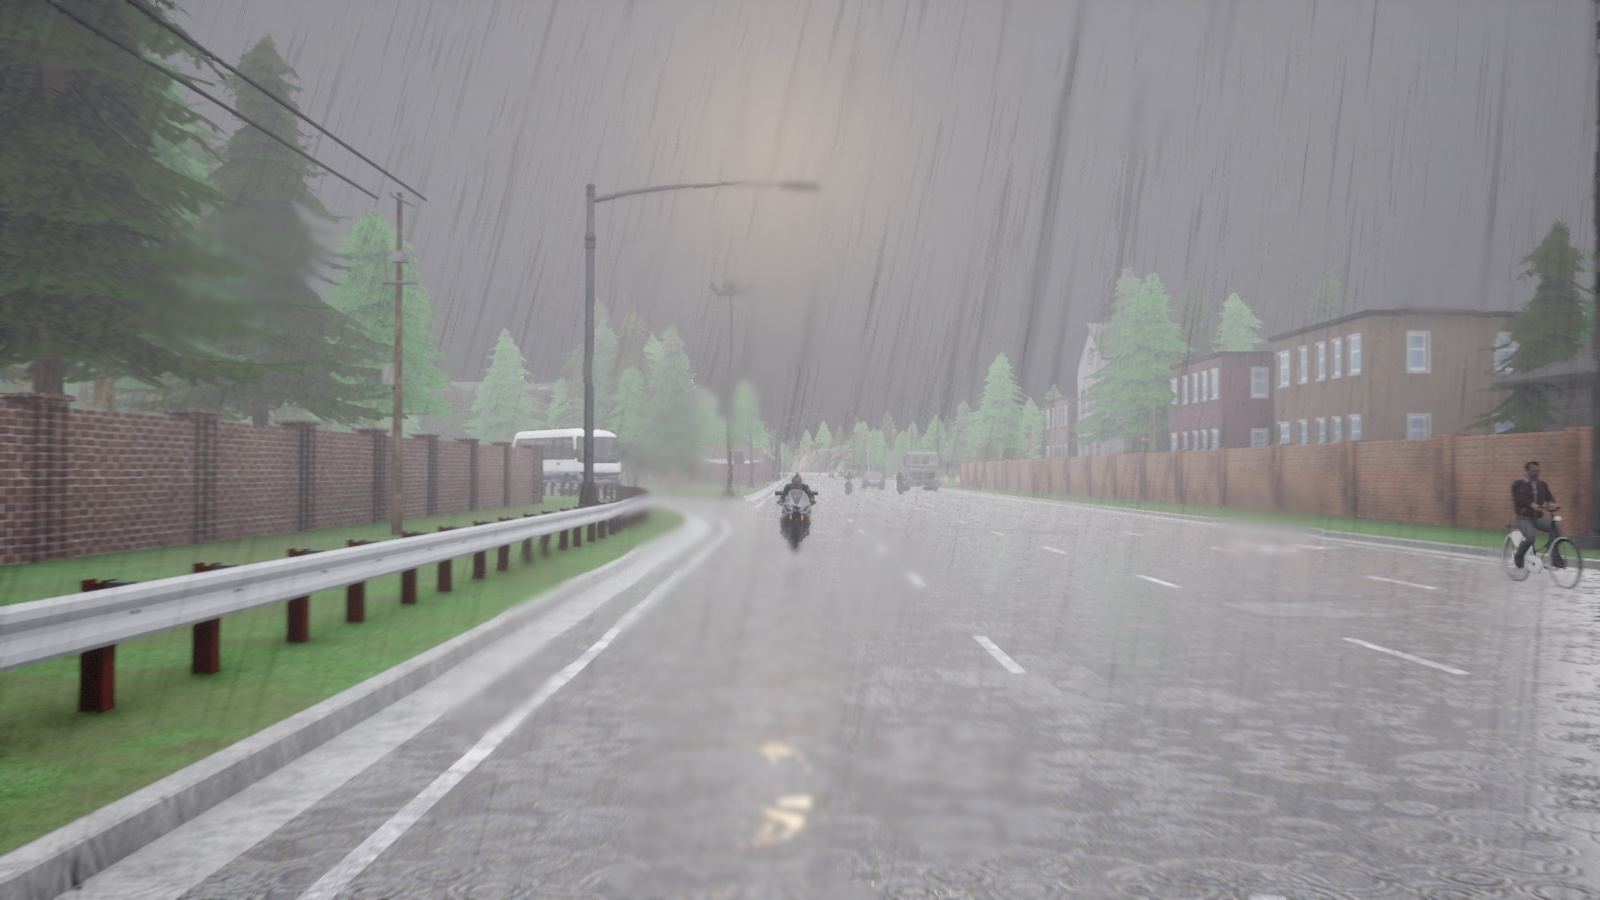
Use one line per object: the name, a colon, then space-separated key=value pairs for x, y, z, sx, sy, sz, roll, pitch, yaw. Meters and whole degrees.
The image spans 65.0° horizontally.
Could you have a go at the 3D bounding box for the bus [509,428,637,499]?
bus: x=-14.775 y=0.923 z=80.808 sx=3.944 sy=4.253 sz=10.273 roll=1 pitch=-1 yaw=-36

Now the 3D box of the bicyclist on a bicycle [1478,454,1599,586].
bicyclist on a bicycle: x=10.456 y=0.959 z=17.797 sx=0.659 sy=1.776 sz=1.843 roll=0 pitch=-1 yaw=0

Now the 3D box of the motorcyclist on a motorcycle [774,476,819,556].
motorcyclist on a motorcycle: x=-0.062 y=1.298 z=25.354 sx=0.866 sy=1.530 sz=2.191 roll=0 pitch=-1 yaw=0
